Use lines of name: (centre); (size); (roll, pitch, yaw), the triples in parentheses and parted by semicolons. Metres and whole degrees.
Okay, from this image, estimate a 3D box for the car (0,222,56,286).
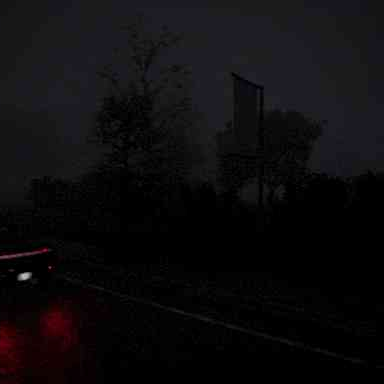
car: (-5.279, 1.501, 8.302); (4.902, 1.511, 2.128); (0, 0, 39)
